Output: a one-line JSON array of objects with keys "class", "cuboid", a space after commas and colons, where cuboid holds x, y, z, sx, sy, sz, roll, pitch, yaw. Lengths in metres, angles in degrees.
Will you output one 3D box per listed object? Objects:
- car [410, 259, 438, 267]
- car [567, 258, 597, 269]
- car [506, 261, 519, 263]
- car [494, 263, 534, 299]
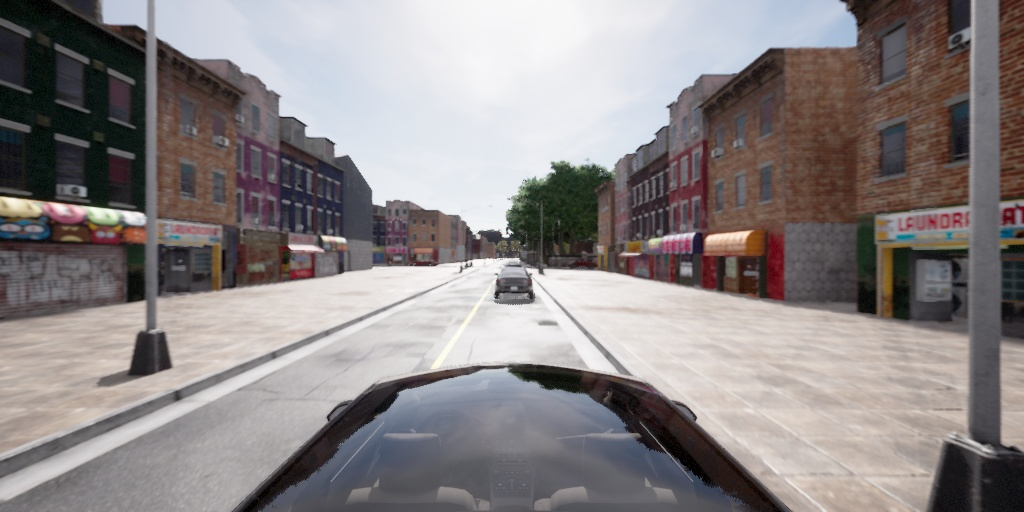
[{"class": "car", "cuboid": [-14.724, 1.163, 59.993, 4.507, 1.381, 1.888, 0, 0, 0]}, {"class": "car", "cuboid": [11.704, 1.217, 59.903, 5.009, 1.841, 2.192, 0, 0, 0]}, {"class": "car", "cuboid": [0.098, 1.250, 37.761, 1.837, 1.490, 4.892, 0, 0, 0]}, {"class": "car", "cuboid": [0.095, 1.271, 18.126, 1.812, 1.442, 4.674, 0, 0, 0]}]
